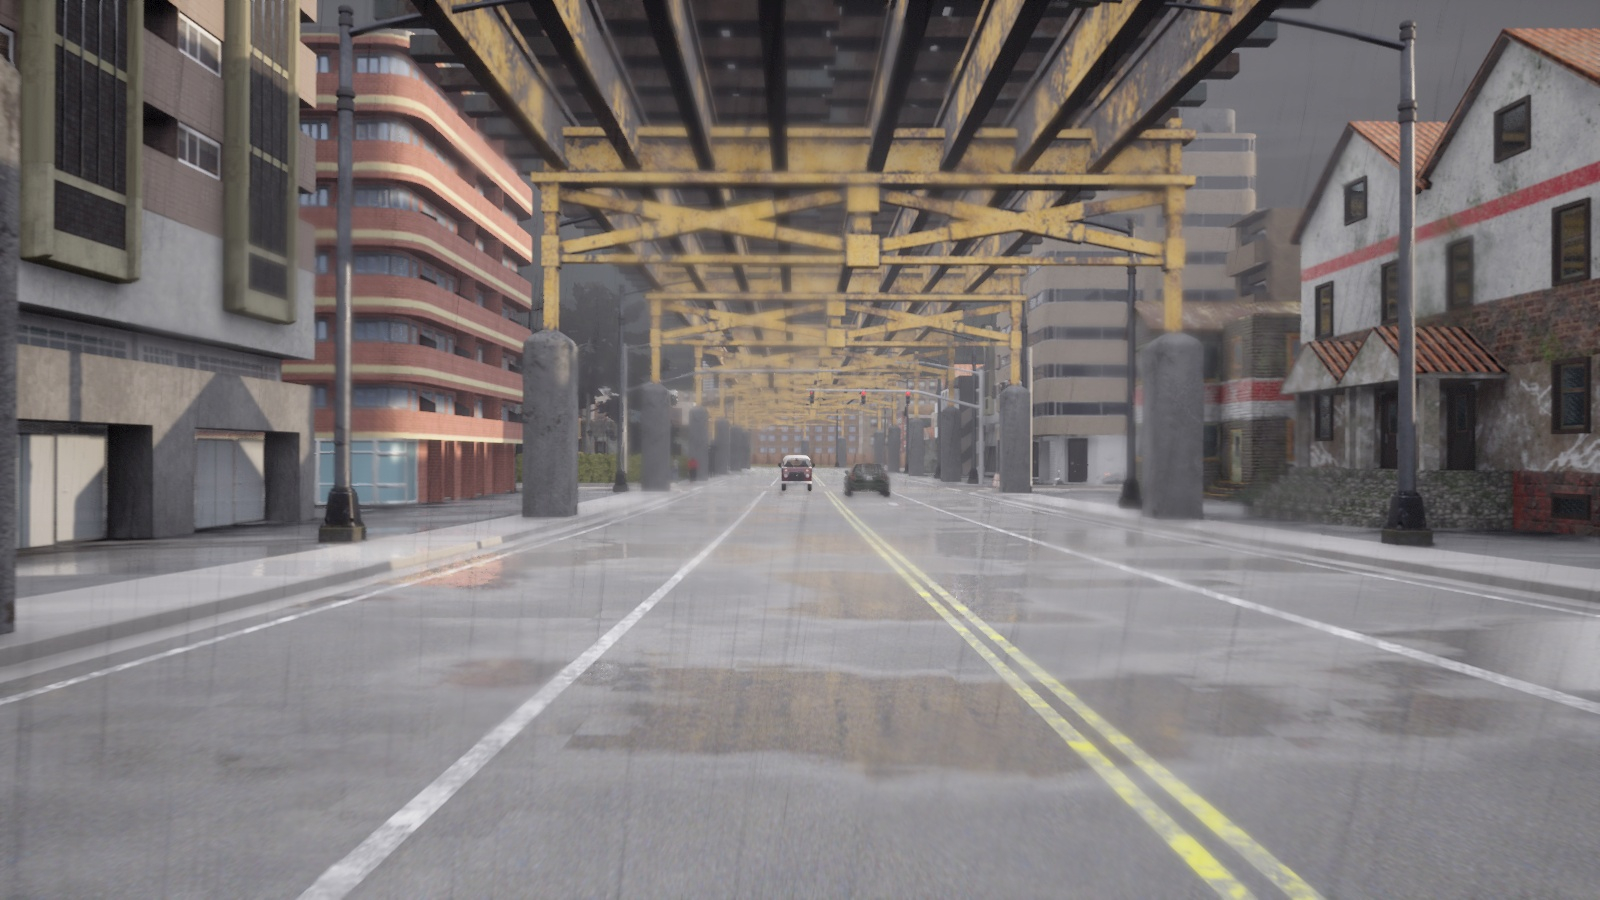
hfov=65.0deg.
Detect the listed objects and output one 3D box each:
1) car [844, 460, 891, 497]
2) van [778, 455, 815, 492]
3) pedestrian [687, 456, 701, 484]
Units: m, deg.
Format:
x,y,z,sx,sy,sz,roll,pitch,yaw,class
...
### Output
x,y,z,sx,sy,sz,roll,pitch,yaw,class
3.340,1.388,62.663,2.097,1.767,4.553,0,0,0,car
-0.185,1.318,72.308,2.069,2.038,4.480,0,0,0,van
-7.093,1.339,84.060,0.634,1.844,0.899,0,0,-29,pedestrian
